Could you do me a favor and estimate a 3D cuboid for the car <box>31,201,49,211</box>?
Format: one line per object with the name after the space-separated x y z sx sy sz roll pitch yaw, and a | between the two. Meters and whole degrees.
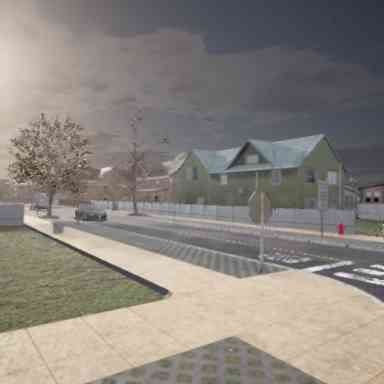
-22.810 2.056 49.779 1.994 1.385 4.181 1 -1 -35 | car

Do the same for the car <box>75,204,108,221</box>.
-9.210 1.841 30.224 1.837 1.490 4.892 1 -1 -35 | car
